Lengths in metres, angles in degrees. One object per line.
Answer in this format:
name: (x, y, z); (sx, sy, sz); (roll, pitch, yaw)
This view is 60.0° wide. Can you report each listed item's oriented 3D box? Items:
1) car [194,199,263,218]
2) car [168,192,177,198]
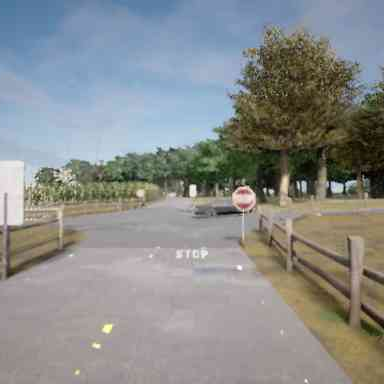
car: (2.786, 1.248, 26.239); (5.357, 1.411, 2.033); (-3, -1, 0)
car: (-4.841, 0.796, 83.283); (1.812, 1.442, 4.674); (0, 0, 0)
